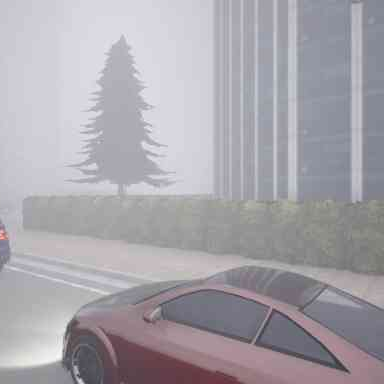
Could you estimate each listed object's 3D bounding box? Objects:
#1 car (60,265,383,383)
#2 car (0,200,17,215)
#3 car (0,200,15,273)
[{"bbox_3d":[0.451,1.564,3.671,4.181,1.385,1.994,0,0,35],"label":"car"},{"bbox_3d":[-20.375,1.560,33.237,1.837,1.490,4.892,0,0,35],"label":"car"},{"bbox_3d":[-7.160,1.221,9.062,5.566,2.045,2.150,0,0,35],"label":"car"}]
